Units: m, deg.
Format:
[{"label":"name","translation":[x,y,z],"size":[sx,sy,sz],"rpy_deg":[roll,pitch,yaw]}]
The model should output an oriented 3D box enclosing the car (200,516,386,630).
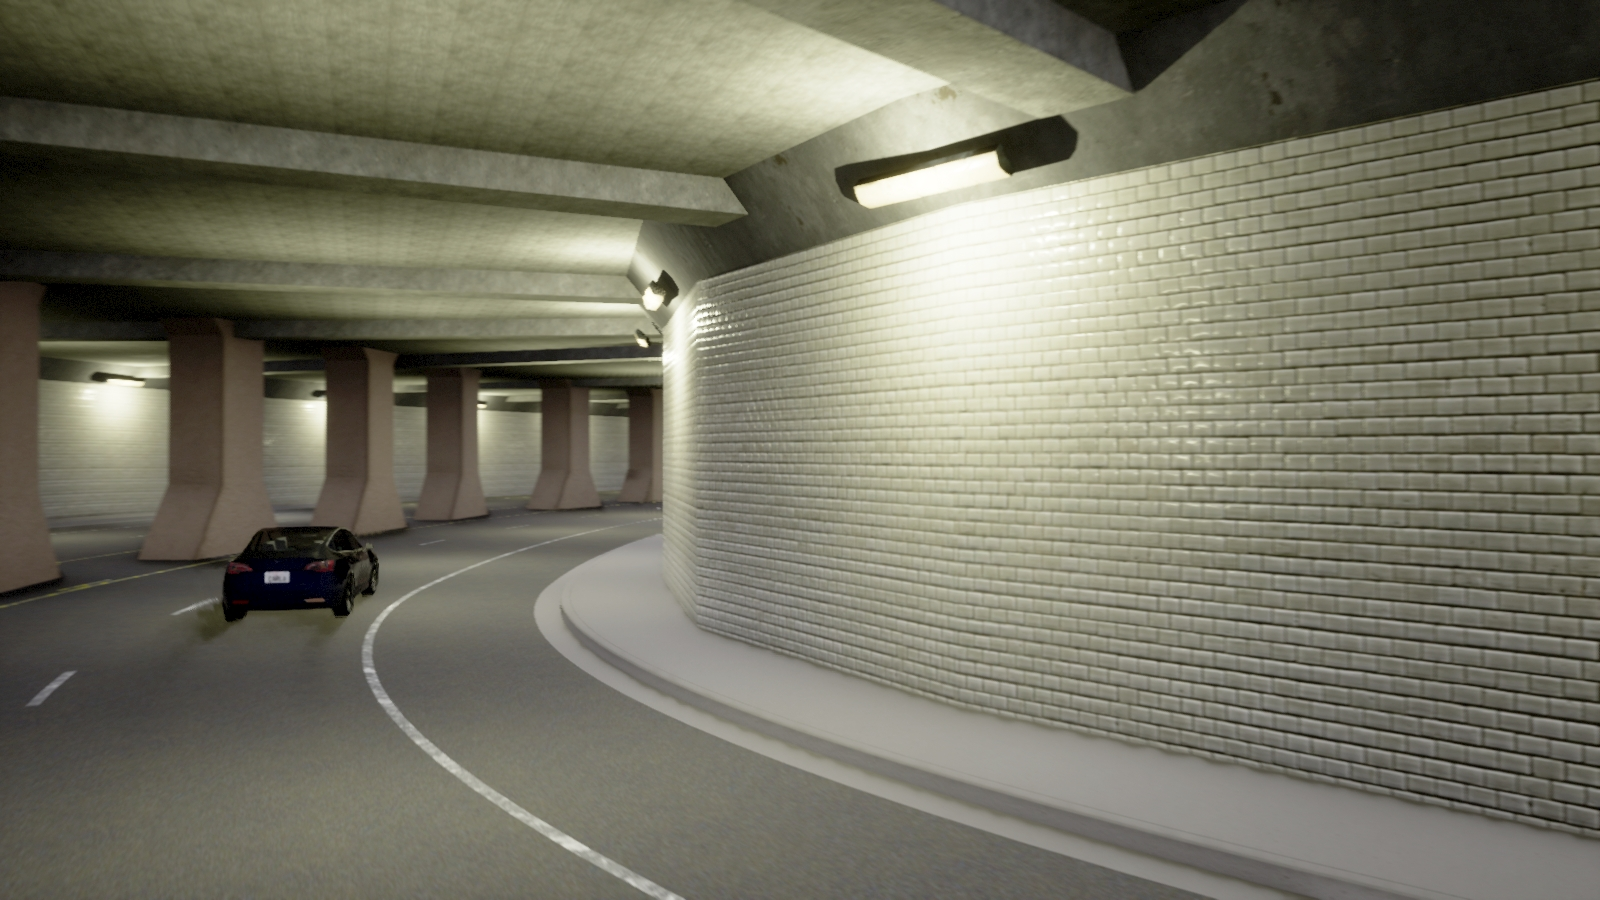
[{"label":"car","translation":[-8.887,2.081,20.507],"size":[2.163,1.488,4.792],"rpy_deg":[0,0,-13]}]
